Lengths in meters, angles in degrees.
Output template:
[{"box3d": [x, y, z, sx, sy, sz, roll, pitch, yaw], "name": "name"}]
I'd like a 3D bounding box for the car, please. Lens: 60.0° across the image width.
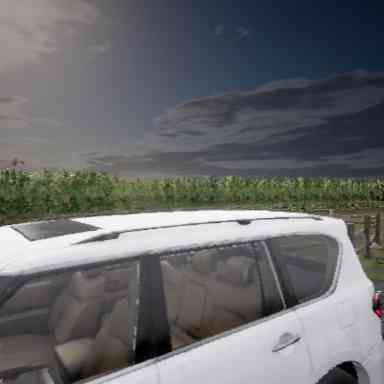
[{"box3d": [-0.814, 1.212, 2.402, 5.566, 2.045, 2.150, 0, 0, -35], "name": "car"}]
